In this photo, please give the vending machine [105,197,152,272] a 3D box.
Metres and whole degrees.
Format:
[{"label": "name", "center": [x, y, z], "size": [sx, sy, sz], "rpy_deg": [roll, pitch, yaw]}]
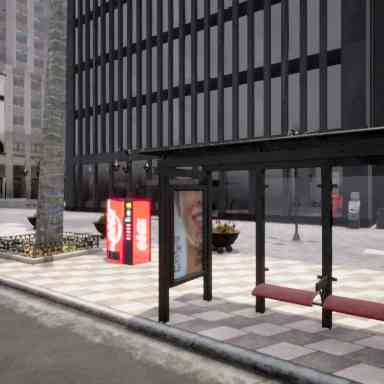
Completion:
[{"label": "vending machine", "center": [-1.909, 1.195, 10.028], "size": [0.880, 2.100, 1.100], "rpy_deg": [0, 0, 36]}]
